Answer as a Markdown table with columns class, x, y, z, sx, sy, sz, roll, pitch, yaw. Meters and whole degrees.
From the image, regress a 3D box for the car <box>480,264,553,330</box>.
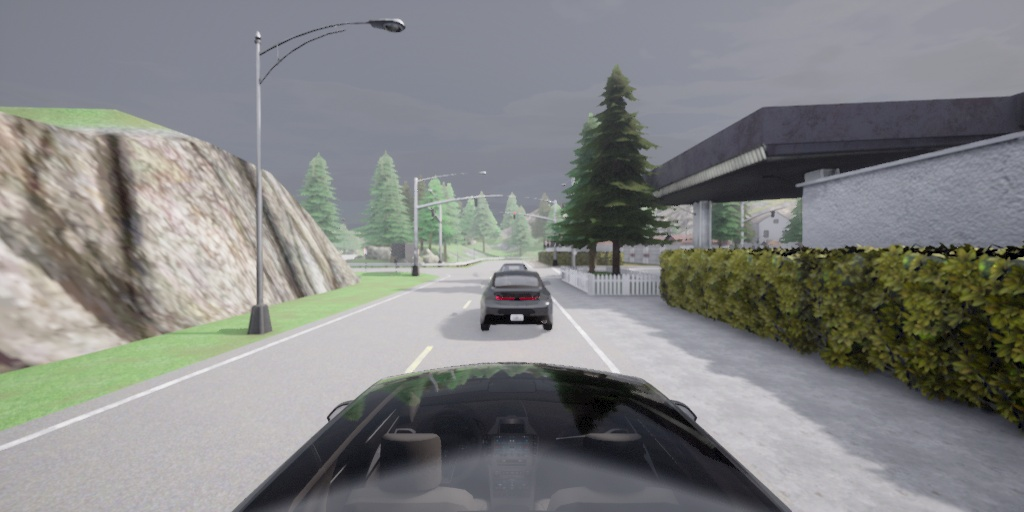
| class | x | y | z | sx | sy | sz | roll | pitch | yaw |
| --- | --- | --- | --- | --- | --- | --- | --- | --- | --- |
| car | 0.117 | 1.157 | 10.649 | 1.837 | 1.490 | 4.892 | 0 | 0 | 0 |
